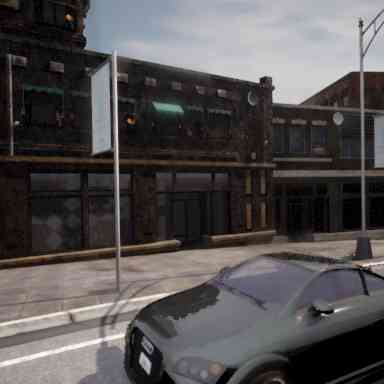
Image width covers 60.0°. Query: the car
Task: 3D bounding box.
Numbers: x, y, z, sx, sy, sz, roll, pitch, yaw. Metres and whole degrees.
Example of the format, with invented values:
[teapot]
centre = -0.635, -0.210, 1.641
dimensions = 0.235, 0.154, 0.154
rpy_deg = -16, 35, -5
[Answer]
[car]
centre = 1.271, 1.558, 4.351
dimensions = 4.181, 1.385, 1.994
rpy_deg = 0, 0, -29
